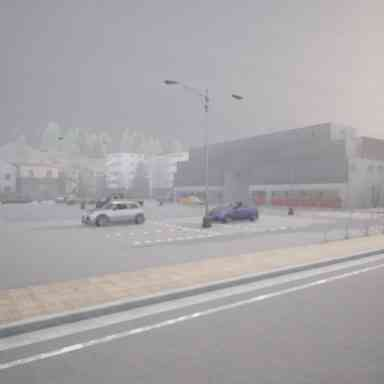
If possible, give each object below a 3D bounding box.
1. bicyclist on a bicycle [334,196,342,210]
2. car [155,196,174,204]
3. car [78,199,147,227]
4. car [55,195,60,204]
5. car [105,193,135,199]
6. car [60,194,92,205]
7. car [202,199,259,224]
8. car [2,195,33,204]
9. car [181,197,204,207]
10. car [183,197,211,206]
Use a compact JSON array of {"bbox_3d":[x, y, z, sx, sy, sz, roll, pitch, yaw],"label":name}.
[{"bbox_3d":[17.361,1.284,39.428,1.656,1.620,0.582,0,0,-35],"label":"bicyclist on a bicycle"},{"bbox_3d":[-5.404,1.487,65.248,1.837,1.490,4.892,0,0,-35],"label":"car"},{"bbox_3d":[-4.933,1.383,21.243,3.806,1.475,1.970,0,0,-35],"label":"car"},{"bbox_3d":[-20.939,1.230,56.074,3.806,1.475,1.970,0,0,-35],"label":"car"},{"bbox_3d":[-7.671,1.096,38.363,4.605,1.855,1.932,0,0,-35],"label":"car"},{"bbox_3d":[-16.999,1.152,50.998,5.027,1.636,2.152,0,0,-35],"label":"car"},{"bbox_3d":[2.858,1.373,23.049,3.633,1.501,1.845,0,0,-35],"label":"car"},{"bbox_3d":[-28.815,1.296,55.040,4.514,1.523,2.007,0,0,-35],"label":"car"},{"bbox_3d":[0.173,1.460,51.009,1.882,1.535,5.008,0,0,-35],"label":"car"},{"bbox_3d":[0.725,1.530,56.548,2.033,1.411,5.357,0,0,-34],"label":"car"}]
